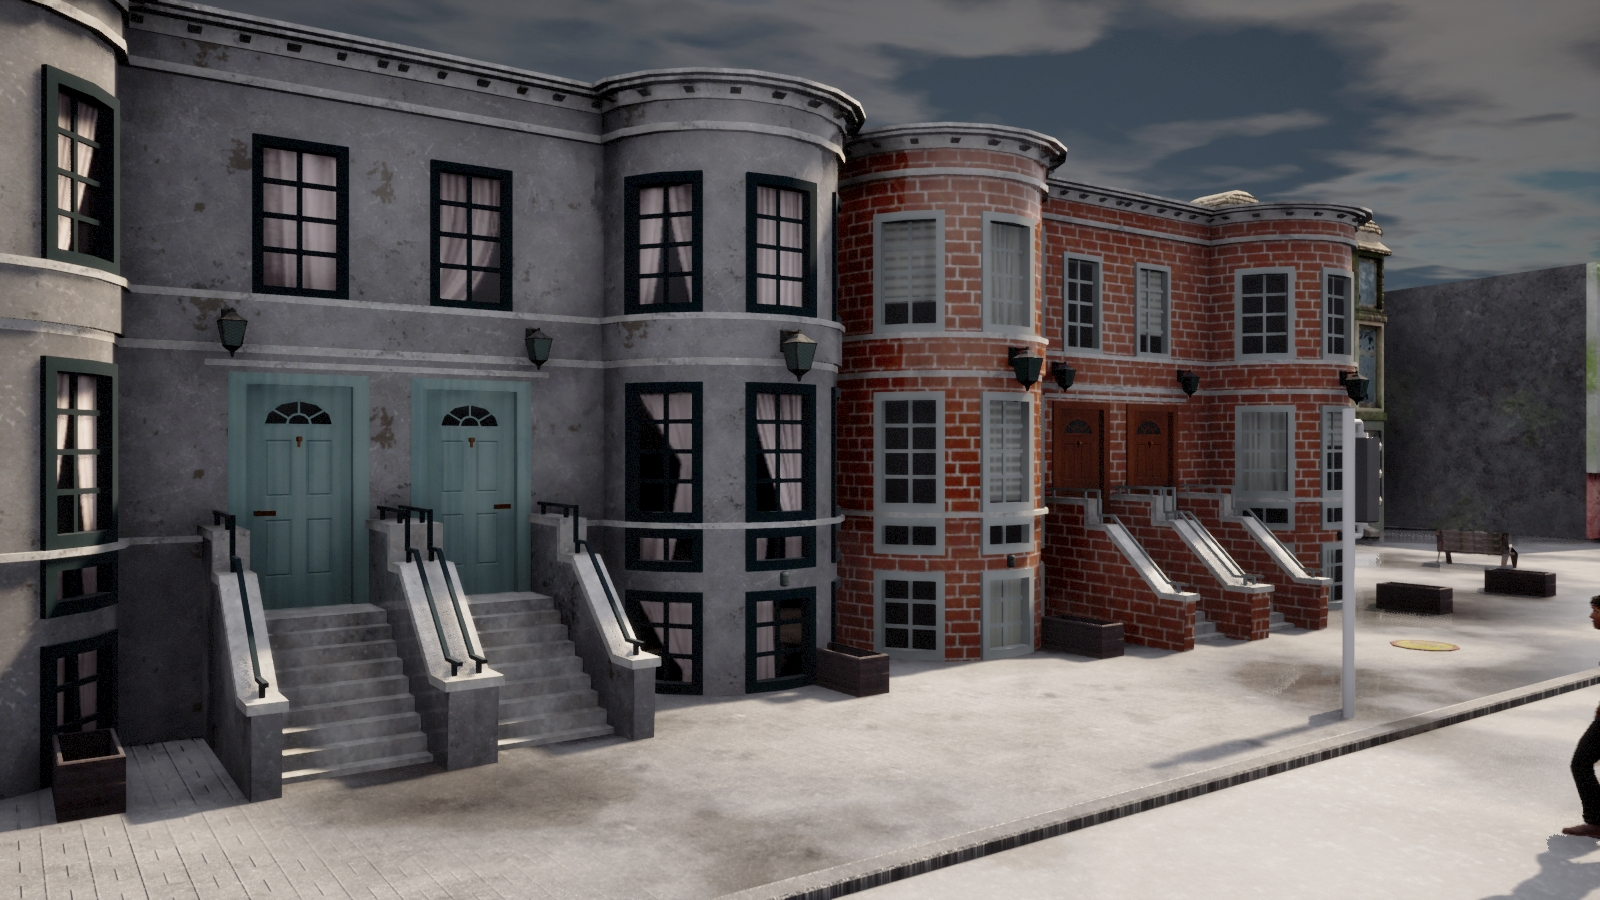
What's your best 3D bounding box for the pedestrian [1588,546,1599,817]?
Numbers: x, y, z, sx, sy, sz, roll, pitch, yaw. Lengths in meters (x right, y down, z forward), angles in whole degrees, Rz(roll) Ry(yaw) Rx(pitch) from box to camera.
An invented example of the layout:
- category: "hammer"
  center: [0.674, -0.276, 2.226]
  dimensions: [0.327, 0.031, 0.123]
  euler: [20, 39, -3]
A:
- category: "pedestrian"
  center: [5.808, 1.629, 8.046]
  dimensions: [0.375, 1.860, 0.375]
  euler: [0, 0, 27]
